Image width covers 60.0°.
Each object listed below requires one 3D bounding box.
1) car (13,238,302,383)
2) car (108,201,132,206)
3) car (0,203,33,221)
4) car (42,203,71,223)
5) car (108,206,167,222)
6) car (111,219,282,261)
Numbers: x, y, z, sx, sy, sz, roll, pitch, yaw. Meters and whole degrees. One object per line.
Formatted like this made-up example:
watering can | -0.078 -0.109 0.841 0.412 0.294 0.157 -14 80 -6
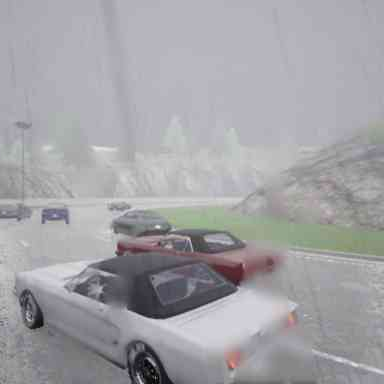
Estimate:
car | -0.934 1.631 5.132 4.718 1.301 1.895 0 0 41
car | -9.069 1.820 42.268 1.895 1.301 4.718 0 0 4
car | -14.818 1.642 27.770 2.033 1.411 5.357 0 0 -14
car | -10.724 1.587 26.465 1.882 1.535 5.008 0 0 -18
car | -2.800 1.664 17.856 1.994 1.385 4.181 1 0 -35
car | -0.092 1.661 9.082 4.718 1.301 1.895 0 0 43
